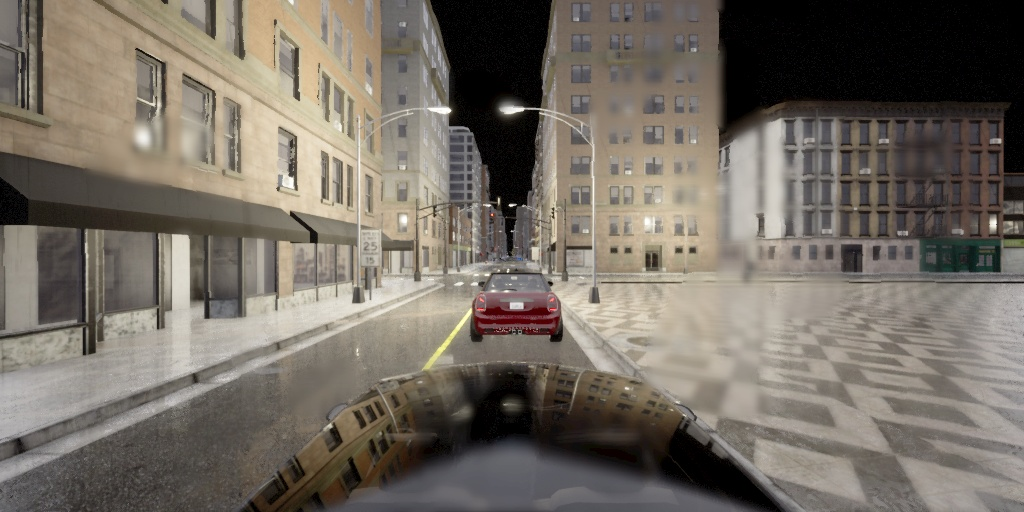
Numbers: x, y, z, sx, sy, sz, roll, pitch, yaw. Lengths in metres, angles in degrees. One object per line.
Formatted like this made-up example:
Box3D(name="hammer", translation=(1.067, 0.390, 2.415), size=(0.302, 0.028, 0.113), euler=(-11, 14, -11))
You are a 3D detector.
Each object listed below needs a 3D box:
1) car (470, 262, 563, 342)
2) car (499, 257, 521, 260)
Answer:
Box3D(name="car", translation=(0.106, 1.102, 9.932), size=(2.097, 1.767, 4.553), euler=(0, 0, 0))
Box3D(name="car", translation=(0.057, 1.101, 19.748), size=(2.097, 1.767, 4.553), euler=(0, 0, -1))
